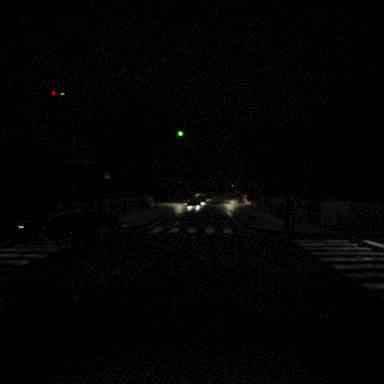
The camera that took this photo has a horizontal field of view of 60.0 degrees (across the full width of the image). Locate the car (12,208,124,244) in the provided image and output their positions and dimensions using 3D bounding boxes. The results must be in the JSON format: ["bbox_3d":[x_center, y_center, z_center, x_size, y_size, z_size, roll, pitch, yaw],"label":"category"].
[{"bbox_3d":[-5.742,1.509,15.818,4.902,1.511,2.128,0,0,-23],"label":"car"}]

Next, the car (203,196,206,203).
[{"bbox_3d":[1.857,1.468,70.572,2.128,1.511,4.902,0,0,7],"label":"car"}]

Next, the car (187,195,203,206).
[{"bbox_3d":[0.305,1.538,52.241,1.994,1.385,4.181,0,0,3],"label":"car"}]
